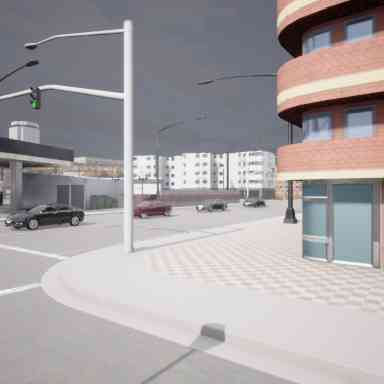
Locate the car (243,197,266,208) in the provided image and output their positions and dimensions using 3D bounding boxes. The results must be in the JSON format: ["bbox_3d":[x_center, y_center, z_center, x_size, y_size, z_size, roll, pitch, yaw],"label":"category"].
[{"bbox_3d":[8.967,1.490,47.581,2.128,1.511,4.902,0,0,35],"label":"car"}]

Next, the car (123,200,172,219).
[{"bbox_3d":[-3.800,1.478,29.147,1.882,1.535,5.008,0,0,35],"label":"car"}]

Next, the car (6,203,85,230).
[{"bbox_3d":[-9.211,1.505,21.241,1.837,1.490,4.892,0,0,34],"label":"car"}]

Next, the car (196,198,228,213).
[{"bbox_3d":[2.288,1.491,37.966,2.128,1.511,4.902,0,0,35],"label":"car"}]
